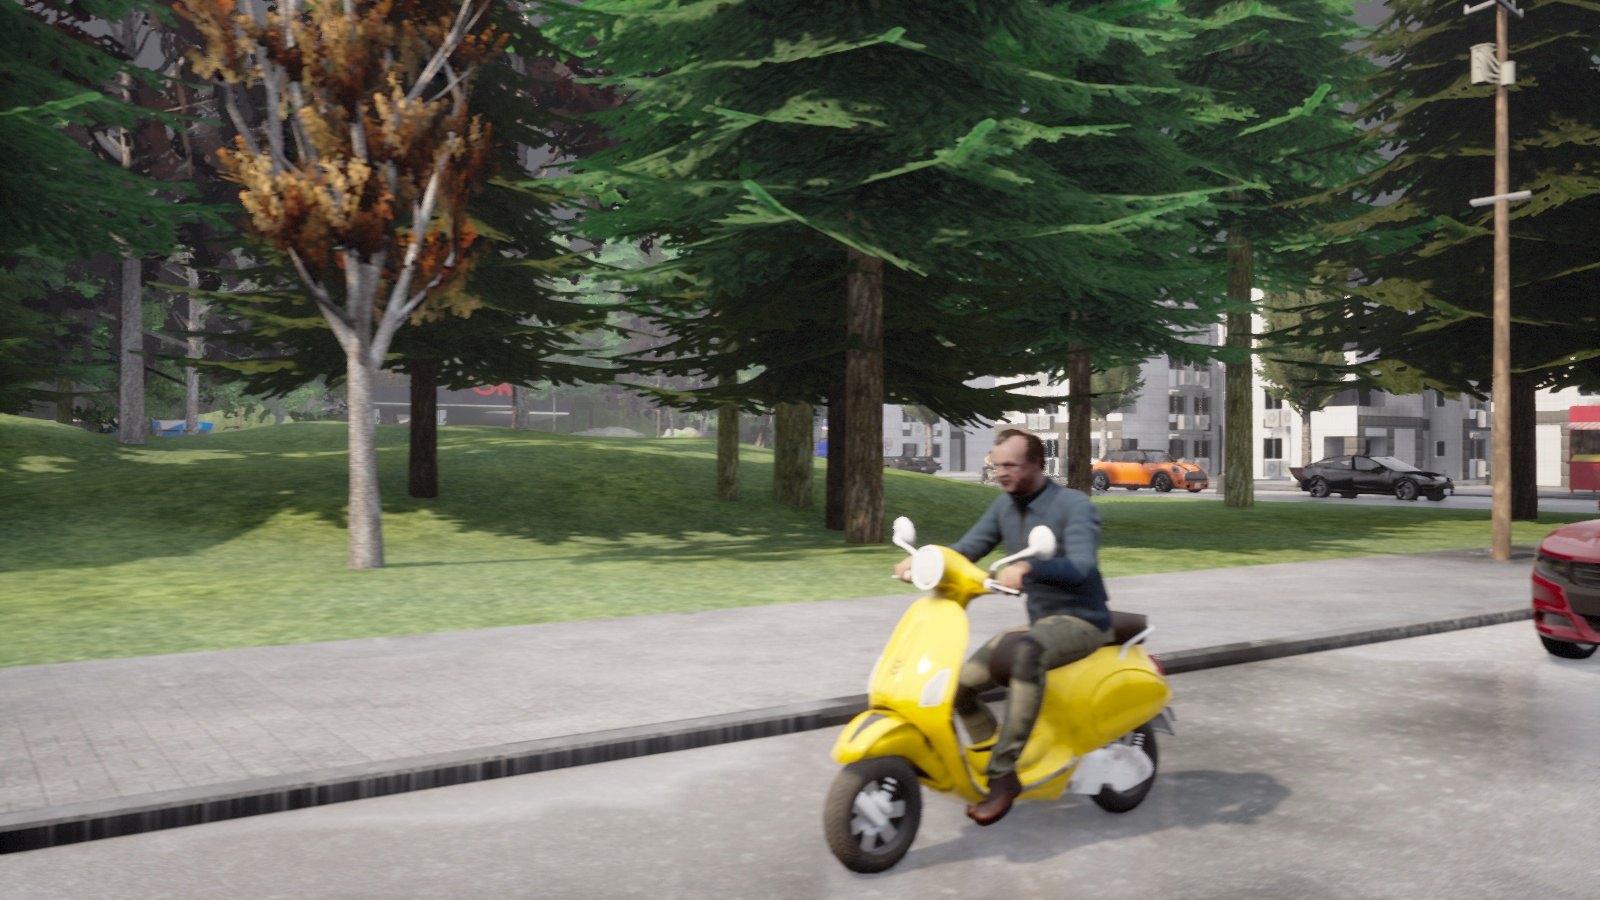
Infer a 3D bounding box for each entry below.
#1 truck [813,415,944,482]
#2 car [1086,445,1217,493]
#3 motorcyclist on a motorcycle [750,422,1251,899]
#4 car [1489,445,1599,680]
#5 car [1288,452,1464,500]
[{"bbox_3d":[4.172,-0.073,68.830,2.891,3.462,7.936,0,0,-35],"label":"truck"},{"bbox_3d":[13.497,0.695,48.453,2.097,1.767,4.553,0,0,-34],"label":"car"},{"bbox_3d":[0.806,0.709,4.843,1.817,1.590,0.866,0,0,-35],"label":"motorcyclist on a motorcycle"},{"bbox_3d":[7.413,0.730,9.439,5.008,1.535,1.882,0,0,-35],"label":"car"},{"bbox_3d":[18.719,0.807,40.996,2.163,1.488,4.792,0,0,-34],"label":"car"}]
